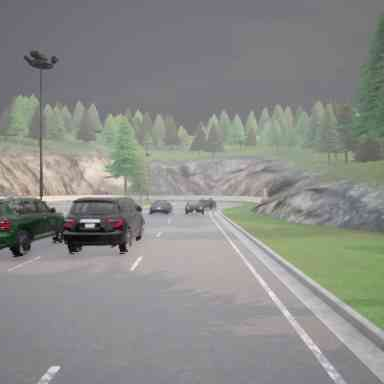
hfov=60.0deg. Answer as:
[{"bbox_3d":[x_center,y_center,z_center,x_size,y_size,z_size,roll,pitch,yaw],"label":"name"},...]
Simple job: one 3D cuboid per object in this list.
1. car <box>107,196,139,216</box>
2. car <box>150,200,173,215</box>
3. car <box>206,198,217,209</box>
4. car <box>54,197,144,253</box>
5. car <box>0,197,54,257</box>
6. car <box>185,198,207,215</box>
[{"bbox_3d":[-6.711,1.348,32.982,2.097,1.767,4.553,0,0,2],"label":"car"},{"bbox_3d":[-3.149,1.557,34.453,1.994,1.385,4.181,0,0,3],"label":"car"},{"bbox_3d":[2.077,1.484,44.030,2.128,1.511,4.902,0,0,14],"label":"car"},{"bbox_3d":[-3.401,1.219,13.768,2.150,2.045,5.566,0,0,0],"label":"car"},{"bbox_3d":[-6.900,1.219,13.126,2.150,2.045,5.566,0,0,0],"label":"car"},{"bbox_3d":[0.330,1.595,34.261,1.895,1.301,4.718,0,0,2],"label":"car"}]
